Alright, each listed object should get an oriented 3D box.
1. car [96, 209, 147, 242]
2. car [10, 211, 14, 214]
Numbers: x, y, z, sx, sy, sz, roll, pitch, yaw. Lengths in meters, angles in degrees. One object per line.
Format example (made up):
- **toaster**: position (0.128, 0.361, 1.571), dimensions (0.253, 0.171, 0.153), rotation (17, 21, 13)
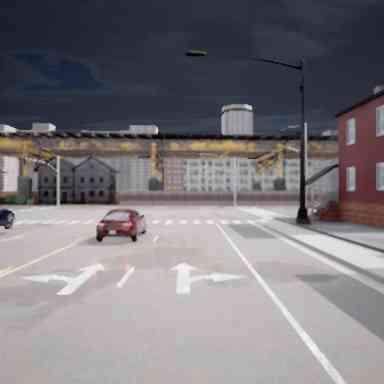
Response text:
- **car**: position (-3.398, 1.553, 16.495), dimensions (1.812, 1.442, 4.674), rotation (0, 0, 0)
- **car**: position (-10.498, 1.234, 16.284), dimensions (1.994, 1.385, 4.181), rotation (0, 0, 0)
